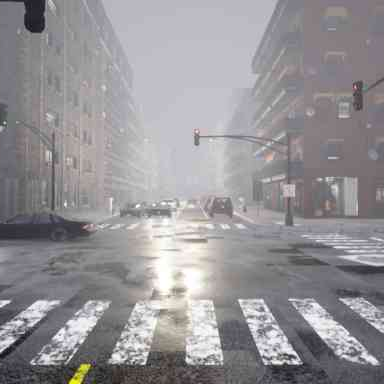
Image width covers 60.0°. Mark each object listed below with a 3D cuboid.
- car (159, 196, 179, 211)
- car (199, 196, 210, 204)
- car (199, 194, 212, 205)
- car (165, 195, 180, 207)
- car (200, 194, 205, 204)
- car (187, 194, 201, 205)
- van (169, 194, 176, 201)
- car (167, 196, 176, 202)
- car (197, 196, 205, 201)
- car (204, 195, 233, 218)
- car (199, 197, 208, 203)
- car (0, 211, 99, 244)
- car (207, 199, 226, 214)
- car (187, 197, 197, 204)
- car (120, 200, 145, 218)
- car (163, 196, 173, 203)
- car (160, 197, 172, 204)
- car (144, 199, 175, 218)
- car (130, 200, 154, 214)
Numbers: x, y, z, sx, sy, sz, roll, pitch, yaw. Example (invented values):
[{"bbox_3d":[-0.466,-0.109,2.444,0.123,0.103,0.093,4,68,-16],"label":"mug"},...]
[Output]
[{"bbox_3d":[-2.847,1.545,40.294,1.812,1.442,4.674,0,0,0],"label":"car"},{"bbox_3d":[2.543,1.556,69.142,1.967,1.590,4.097,1,0,0],"label":"car"},{"bbox_3d":[2.548,1.402,63.578,2.192,1.841,5.009,1,0,0],"label":"car"},{"bbox_3d":[-2.784,1.565,50.495,1.812,1.442,4.674,0,0,0],"label":"car"},{"bbox_3d":[2.563,1.336,41.344,2.192,1.841,5.009,1,0,0],"label":"car"},{"bbox_3d":[0.070,1.565,60.181,2.128,1.511,4.902,0,0,0],"label":"car"},{"bbox_3d":[-5.347,1.588,91.358,1.690,1.788,3.998,1,0,0],"label":"van"},{"bbox_3d":[-5.348,1.764,85.793,2.008,1.369,4.403,1,0,0],"label":"car"},{"bbox_3d":[2.530,1.813,91.393,1.947,1.339,4.313,1,0,0],"label":"car"},{"bbox_3d":[2.570,1.326,30.220,2.192,1.841,5.009,1,0,0],"label":"car"},{"bbox_3d":[2.538,1.728,74.702,1.802,1.307,4.206,1,0,0],"label":"car"},{"bbox_3d":[-7.138,1.604,15.400,5.357,1.411,2.033,0,-1,0],"label":"car"},{"bbox_3d":[2.563,1.540,35.949,1.752,1.417,4.829,1,0,0],"label":"car"},{"bbox_3d":[0.027,1.685,70.415,1.994,1.385,4.181,0,0,0],"label":"car"},{"bbox_3d":[-5.314,1.577,30.169,1.947,1.339,4.313,1,0,0],"label":"car"},{"bbox_3d":[-5.341,1.671,74.494,1.752,1.417,4.829,1,0,0],"label":"car"},{"bbox_3d":[-5.338,1.667,69.102,2.008,1.369,4.403,1,0,0],"label":"car"},{"bbox_3d":[-2.858,1.575,30.404,1.994,1.385,4.181,0,0,0],"label":"car"},{"bbox_3d":[-5.317,1.580,35.731,1.947,1.339,4.313,1,0,0],"label":"car"}]
